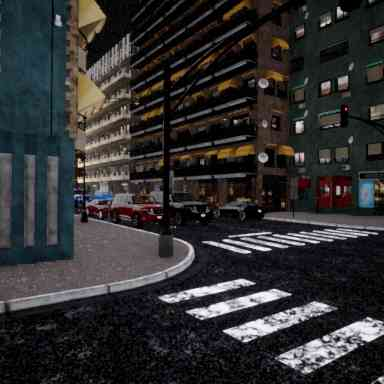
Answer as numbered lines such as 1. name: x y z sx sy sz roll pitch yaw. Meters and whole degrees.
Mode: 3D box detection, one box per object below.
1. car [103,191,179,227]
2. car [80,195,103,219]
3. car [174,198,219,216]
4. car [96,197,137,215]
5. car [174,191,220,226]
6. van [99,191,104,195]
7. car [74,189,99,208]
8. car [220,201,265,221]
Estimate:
1. car: -3.250 1.034 20.278 2.192 1.841 5.009 2 0 -36
2. car: -6.517 1.183 24.794 1.887 1.381 4.507 2 0 -36
3. car: 0.300 1.289 29.667 1.802 1.307 4.206 2 0 -36
4. car: -6.798 1.201 29.591 1.895 1.301 4.718 1 0 -36
5. car: -0.977 0.966 21.527 2.150 2.045 5.566 1 0 -36
6. van: -12.736 0.726 47.735 1.690 1.788 3.998 2 0 -36
7. car: -12.951 0.670 38.145 2.150 2.045 5.566 1 0 -35
8. car: 3.561 1.353 25.150 1.947 1.339 4.313 2 0 -36
